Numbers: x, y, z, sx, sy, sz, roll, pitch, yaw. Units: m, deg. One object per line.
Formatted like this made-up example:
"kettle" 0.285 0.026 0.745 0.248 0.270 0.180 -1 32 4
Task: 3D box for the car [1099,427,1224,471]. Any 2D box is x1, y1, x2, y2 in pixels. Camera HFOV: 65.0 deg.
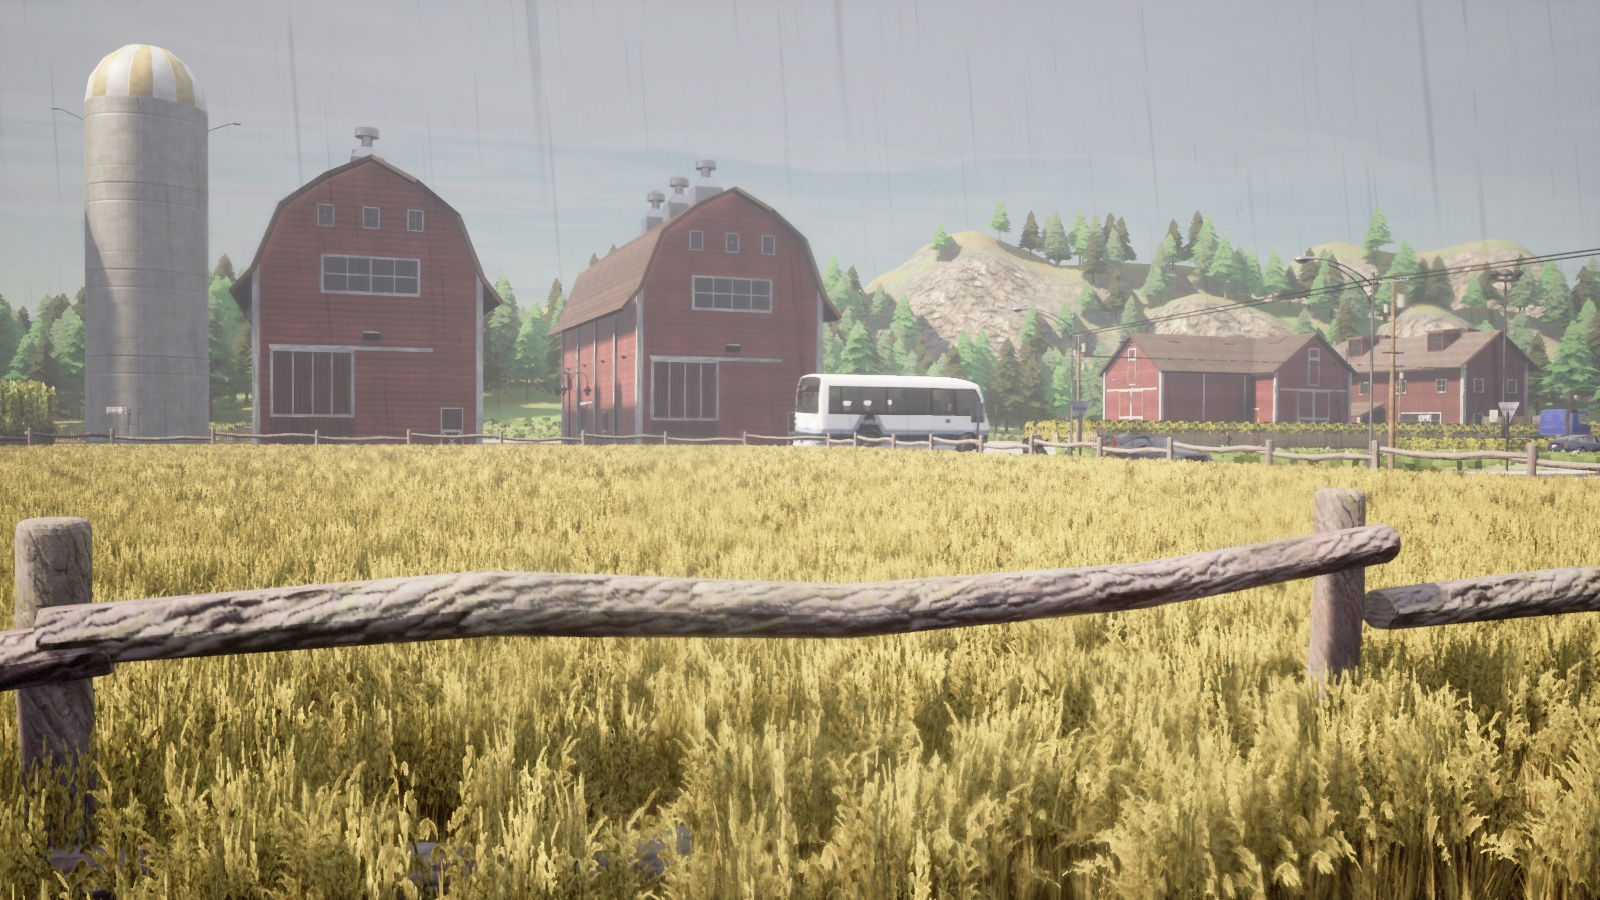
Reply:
"car" 12.289 -0.054 42.954 1.994 1.385 4.181 -1 1 -21

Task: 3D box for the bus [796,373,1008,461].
"bus" 5.285 -1.796 65.029 10.273 4.253 3.944 -1 3 -24

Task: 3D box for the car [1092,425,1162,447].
"car" 22.469 -0.973 86.350 4.181 1.385 1.994 -1 1 -18

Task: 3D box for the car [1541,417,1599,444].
"car" 46.337 -1.158 73.466 4.792 1.488 2.163 -1 1 -4

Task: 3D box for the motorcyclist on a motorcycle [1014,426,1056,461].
"motorcyclist on a motorcycle" 10.658 -0.307 56.971 0.866 1.530 2.191 -1 1 -21
